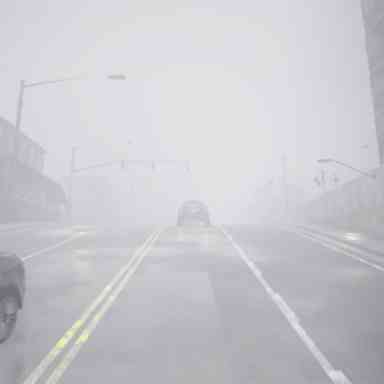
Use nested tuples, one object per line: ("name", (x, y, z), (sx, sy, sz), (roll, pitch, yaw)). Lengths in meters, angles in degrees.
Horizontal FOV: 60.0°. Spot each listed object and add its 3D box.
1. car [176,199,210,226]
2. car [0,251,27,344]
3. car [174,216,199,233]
("car", (0.095, 1.415, 23.183), (2.097, 1.767, 4.553), (0, -4, 0))
("car", (-3.599, 1.452, 3.454), (2.128, 1.511, 4.902), (0, 1, 0))
("car", (-0.661, 3.684, 37.326), (1.895, 1.301, 4.718), (3, -12, -11))
